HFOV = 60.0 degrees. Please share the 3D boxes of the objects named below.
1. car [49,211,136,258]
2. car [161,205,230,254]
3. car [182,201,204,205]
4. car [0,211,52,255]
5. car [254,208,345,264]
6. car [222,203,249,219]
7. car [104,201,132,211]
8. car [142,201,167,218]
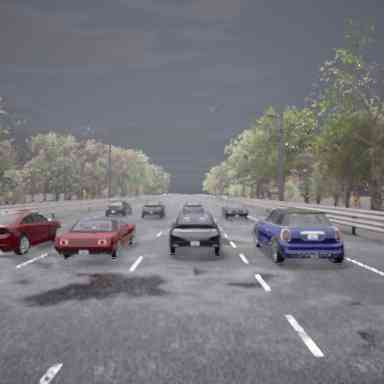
[{"bbox_3d":[-3.395,1.609,12.667,1.895,1.301,4.718,0,0,0],"label":"car"},{"bbox_3d":[0.106,1.501,13.468,2.128,1.511,4.902,0,0,0],"label":"car"},{"bbox_3d":[0.110,1.523,30.289,2.128,1.511,4.902,0,0,0],"label":"car"},{"bbox_3d":[-6.894,1.485,13.263,1.882,1.535,5.008,0,0,0],"label":"car"},{"bbox_3d":[3.604,1.360,12.042,2.097,1.767,4.553,0,0,0],"label":"car"},{"bbox_3d":[3.613,1.631,28.919,1.895,1.301,4.718,0,0,0],"label":"car"},{"bbox_3d":[-6.886,1.557,31.406,1.812,1.442,4.674,0,0,0],"label":"car"},{"bbox_3d":[-3.386,1.522,30.260,2.128,1.511,4.902,0,0,0],"label":"car"}]
